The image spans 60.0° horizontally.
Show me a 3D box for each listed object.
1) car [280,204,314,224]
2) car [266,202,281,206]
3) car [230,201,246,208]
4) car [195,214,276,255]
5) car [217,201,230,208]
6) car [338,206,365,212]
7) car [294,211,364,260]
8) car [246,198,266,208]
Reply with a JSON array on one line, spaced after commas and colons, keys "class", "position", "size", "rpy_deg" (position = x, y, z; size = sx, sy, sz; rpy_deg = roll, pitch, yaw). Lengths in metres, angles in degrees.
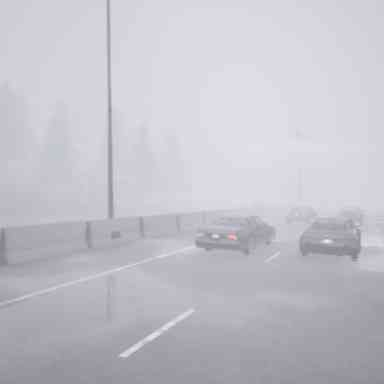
[{"class": "car", "position": [9.024, 1.833, 27.183], "size": [2.033, 1.411, 5.357], "rpy_deg": [0, -1, 28]}, {"class": "car", "position": [16.121, 2.635, 63.218], "size": [1.994, 1.385, 4.181], "rpy_deg": [0, -2, 28]}, {"class": "car", "position": [9.905, 2.547, 66.411], "size": [2.128, 1.511, 4.902], "rpy_deg": [0, -2, 28]}, {"class": "car", "position": [2.020, 1.629, 13.906], "size": [2.033, 1.411, 5.357], "rpy_deg": [0, 0, 28]}, {"class": "car", "position": [6.802, 2.527, 68.013], "size": [1.837, 1.490, 4.892], "rpy_deg": [0, -2, 28]}, {"class": "car", "position": [12.796, 1.849, 26.804], "size": [1.812, 1.442, 4.674], "rpy_deg": [0, -1, 28]}, {"class": "car", "position": [5.558, 1.670, 13.097], "size": [1.994, 1.385, 4.181], "rpy_deg": [0, 0, 28]}, {"class": "car", "position": [13.001, 2.278, 64.781], "size": [2.150, 2.045, 5.566], "rpy_deg": [0, -2, 28]}]
